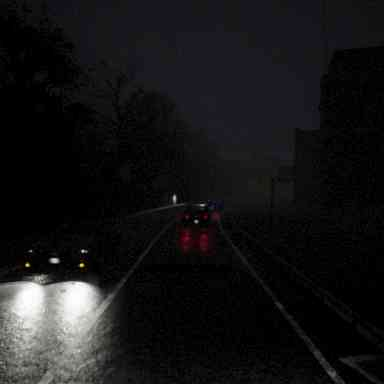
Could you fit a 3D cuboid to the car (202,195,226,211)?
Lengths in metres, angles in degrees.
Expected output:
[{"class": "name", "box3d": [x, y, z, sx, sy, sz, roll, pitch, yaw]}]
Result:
[{"class": "car", "box3d": [2.935, 1.486, 41.101, 1.812, 1.442, 4.674, 1, 1, 13]}]

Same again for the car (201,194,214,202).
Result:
[{"class": "car", "box3d": [2.925, 1.133, 53.612, 1.837, 1.490, 4.892, 2, 2, 21]}]

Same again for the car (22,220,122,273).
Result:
[{"class": "car", "box3d": [-3.561, 1.594, 10.621, 1.994, 1.385, 4.181, 0, 0, 0]}]

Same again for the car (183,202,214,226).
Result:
[{"class": "car", "box3d": [0.434, 1.671, 24.332, 1.895, 1.301, 4.718, 0, 0, 4]}]
